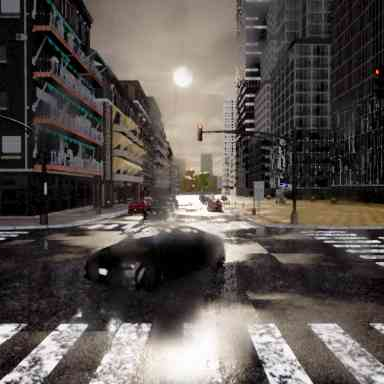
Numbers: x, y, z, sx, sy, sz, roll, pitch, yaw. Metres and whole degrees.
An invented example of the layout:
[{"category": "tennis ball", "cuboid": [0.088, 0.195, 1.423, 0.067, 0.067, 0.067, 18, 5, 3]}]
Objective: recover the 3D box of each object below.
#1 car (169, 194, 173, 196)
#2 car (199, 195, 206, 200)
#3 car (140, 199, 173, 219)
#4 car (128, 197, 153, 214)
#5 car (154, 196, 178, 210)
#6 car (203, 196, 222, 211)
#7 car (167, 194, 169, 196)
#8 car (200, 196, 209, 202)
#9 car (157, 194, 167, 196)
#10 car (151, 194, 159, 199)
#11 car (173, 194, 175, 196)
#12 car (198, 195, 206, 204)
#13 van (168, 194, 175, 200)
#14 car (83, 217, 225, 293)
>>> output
[{"category": "car", "cuboid": [-5.577, 1.583, 69.249, 1.802, 1.307, 4.206, -1, 0, 0]}, {"category": "car", "cuboid": [2.810, 1.534, 92.058, 1.752, 1.417, 4.829, -1, 0, 0]}, {"category": "car", "cuboid": [-3.048, 1.560, 29.129, 1.994, 1.385, 4.181, 0, 0, 0]}, {"category": "car", "cuboid": [-5.638, 1.540, 35.355, 1.887, 1.381, 4.507, -1, 0, 0]}, {"category": "car", "cuboid": [-3.026, 1.500, 39.039, 1.837, 1.490, 4.892, 0, 0, 0]}, {"category": "car", "cuboid": [2.718, 1.540, 41.046, 1.887, 1.381, 4.507, -1, 0, 0]}, {"category": "car", "cuboid": [-5.599, 1.438, 57.950, 1.967, 1.590, 4.097, -1, 0, 0]}, {"category": "car", "cuboid": [2.780, 1.547, 74.940, 1.887, 1.381, 4.507, -1, 0, 0]}, {"category": "car", "cuboid": [-5.611, 1.312, 52.302, 2.192, 1.841, 5.009, -1, 0, 0]}, {"category": "car", "cuboid": [-5.630, 1.435, 41.004, 1.967, 1.590, 4.097, -1, 0, 0]}, {"category": "car", "cuboid": [-5.551, 1.321, 86.196, 2.192, 1.841, 5.009, -1, 0, 0]}, {"category": "car", "cuboid": [2.760, 1.550, 63.642, 2.008, 1.369, 4.403, -1, 0, 0]}, {"category": "van", "cuboid": [-5.540, 1.349, 91.843, 1.690, 1.788, 3.998, -1, 0, 0]}, {"category": "car", "cuboid": [-0.840, 1.618, 9.219, 1.994, 1.385, 4.181, 0, 1, 38]}]
